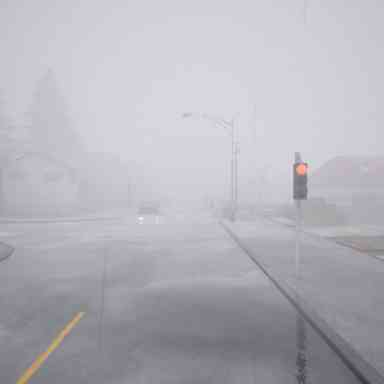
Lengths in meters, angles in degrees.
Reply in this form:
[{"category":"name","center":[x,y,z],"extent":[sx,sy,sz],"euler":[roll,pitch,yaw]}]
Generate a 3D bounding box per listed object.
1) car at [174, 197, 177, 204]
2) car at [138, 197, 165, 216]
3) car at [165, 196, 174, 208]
[{"category":"car","center":[-4.049,1.525,64.840],"extent":[1.812,1.442,4.674],"euler":[0,0,1]},{"category":"car","center":[-4.105,1.478,32.990],"extent":[1.882,1.535,5.008],"euler":[0,0,0]},{"category":"car","center":[-4.101,1.499,48.390],"extent":[1.837,1.490,4.892],"euler":[0,2,0]}]
